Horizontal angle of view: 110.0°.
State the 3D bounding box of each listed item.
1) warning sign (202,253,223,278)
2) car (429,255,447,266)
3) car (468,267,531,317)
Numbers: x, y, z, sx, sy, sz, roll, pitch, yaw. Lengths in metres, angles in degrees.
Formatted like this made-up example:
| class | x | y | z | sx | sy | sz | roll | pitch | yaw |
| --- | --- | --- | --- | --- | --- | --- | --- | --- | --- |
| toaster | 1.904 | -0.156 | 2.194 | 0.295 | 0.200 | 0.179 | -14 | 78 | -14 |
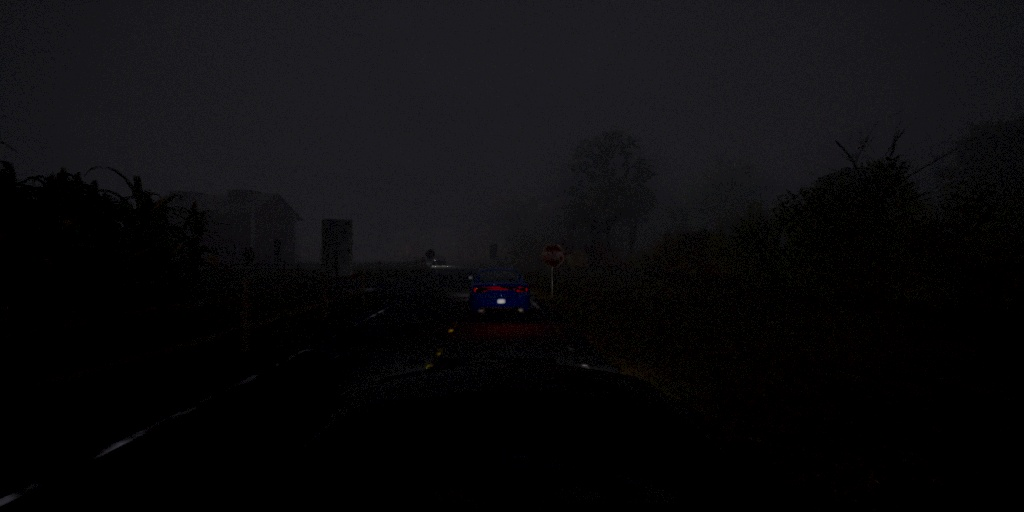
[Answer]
| class | x | y | z | sx | sy | sz | roll | pitch | yaw |
| --- | --- | --- | --- | --- | --- | --- | --- | --- | --- |
| warning sign | -22.237 | 0.677 | 26.677 | 1.060 | 1.860 | 1.300 | 0 | 0 | -2 |
| car | -11.506 | 0.622 | 56.893 | 2.097 | 1.767 | 4.553 | 0 | 1 | -17 |
| car | -0.532 | 1.131 | 12.775 | 1.882 | 1.535 | 5.008 | 0 | 1 | -5 |
